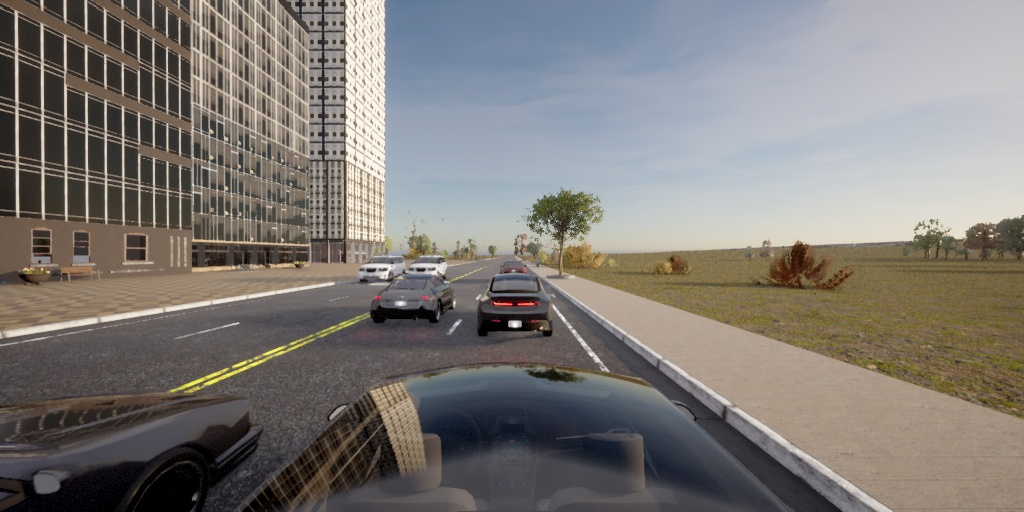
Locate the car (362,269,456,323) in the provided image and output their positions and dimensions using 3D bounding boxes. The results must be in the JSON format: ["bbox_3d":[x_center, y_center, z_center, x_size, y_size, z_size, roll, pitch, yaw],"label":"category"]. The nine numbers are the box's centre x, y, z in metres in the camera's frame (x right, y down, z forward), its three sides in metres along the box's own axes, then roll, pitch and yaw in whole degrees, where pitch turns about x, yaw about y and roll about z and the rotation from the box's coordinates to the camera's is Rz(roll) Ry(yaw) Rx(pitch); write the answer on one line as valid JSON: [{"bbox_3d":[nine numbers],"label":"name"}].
[{"bbox_3d":[-3.143,1.313,12.128,1.994,1.385,4.181,0,0,0],"label":"car"}]

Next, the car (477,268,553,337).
[{"bbox_3d":[0.100,1.254,10.330,1.837,1.490,4.892,0,0,1],"label":"car"}]

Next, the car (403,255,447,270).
[{"bbox_3d":[-6.586,0.968,28.576,2.150,2.045,5.566,0,0,0],"label":"car"}]

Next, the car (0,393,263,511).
[{"bbox_3d":[-3.149,1.298,0.707,2.033,1.411,5.357,0,0,0],"label":"car"}]

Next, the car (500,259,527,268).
[{"bbox_3d":[0.113,1.098,28.348,2.097,1.767,4.553,0,0,0],"label":"car"}]

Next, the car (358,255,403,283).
[{"bbox_3d":[-9.838,0.968,27.698,2.150,2.045,5.566,0,0,0],"label":"car"}]
